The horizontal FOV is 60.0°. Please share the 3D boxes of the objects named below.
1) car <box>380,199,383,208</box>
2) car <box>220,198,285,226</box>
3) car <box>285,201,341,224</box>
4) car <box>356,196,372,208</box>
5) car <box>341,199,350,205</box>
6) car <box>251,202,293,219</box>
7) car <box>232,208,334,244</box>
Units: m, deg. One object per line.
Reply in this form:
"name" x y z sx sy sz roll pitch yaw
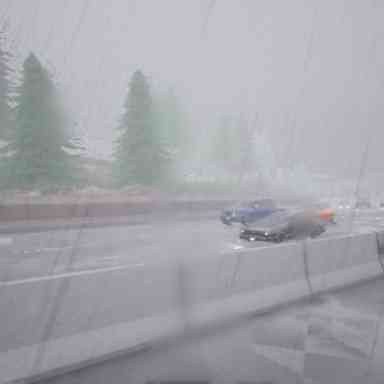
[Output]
"car" 33.504 1.934 57.130 1.882 1.535 5.008 -1 -1 30
"car" 4.613 1.530 25.970 5.566 2.045 2.150 0 -1 -43
"car" 9.287 1.616 25.646 4.553 1.767 2.097 0 -1 -44
"car" 29.695 1.768 57.476 2.150 2.045 5.566 -1 -1 30
"car" 31.855 2.100 69.312 1.895 1.301 4.718 -1 -1 25
"car" 8.385 1.888 34.679 2.128 1.511 4.902 -1 -1 43
"car" 4.714 1.734 16.657 5.357 1.411 2.033 0 -1 -41
